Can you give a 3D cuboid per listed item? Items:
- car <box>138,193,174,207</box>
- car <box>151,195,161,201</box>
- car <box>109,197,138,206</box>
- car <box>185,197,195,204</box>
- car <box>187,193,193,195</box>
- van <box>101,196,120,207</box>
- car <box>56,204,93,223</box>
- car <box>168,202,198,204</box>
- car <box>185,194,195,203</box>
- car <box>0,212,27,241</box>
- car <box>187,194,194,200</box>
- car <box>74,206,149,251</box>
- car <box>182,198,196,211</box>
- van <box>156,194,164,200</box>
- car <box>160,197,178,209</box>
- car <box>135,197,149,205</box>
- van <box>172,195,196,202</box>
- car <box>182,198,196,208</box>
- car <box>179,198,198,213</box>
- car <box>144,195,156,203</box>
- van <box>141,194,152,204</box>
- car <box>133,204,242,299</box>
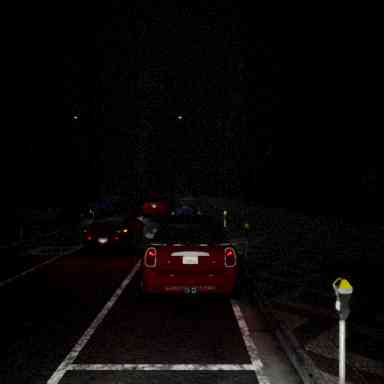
[{"bbox_3d":[-3.052,1.231,29.406,2.150,2.045,5.566,0,0,0],"label":"car"},{"bbox_3d":[-8.911,1.477,82.090,1.967,1.590,4.097,0,0,0],"label":"car"},{"bbox_3d":[-6.239,1.515,31.880,1.837,1.490,4.892,0,0,0],"label":"car"},{"bbox_3d":[-0.385,1.594,65.189,1.947,1.339,4.313,0,0,0],"label":"car"},{"bbox_3d":[-0.386,1.465,59.552,1.967,1.590,4.097,0,0,0],"label":"car"},{"bbox_3d":[-8.911,1.354,36.996,1.690,1.788,3.998,0,0,0],"label":"van"},{"bbox_3d":[-8.910,1.573,25.722,1.947,1.339,4.313,0,0,0],"label":"car"},{"bbox_3d":[-0.385,1.530,20.269,1.752,1.417,4.829,0,0,0],"label":"car"},{"bbox_3d":[-0.386,1.346,70.826,2.192,1.841,5.009,0,0,0],"label":"car"},{"bbox_3d":[-8.910,1.547,14.449,1.887,1.381,4.507,0,0,0],"label":"car"},{"bbox_3d":[-0.386,1.484,93.370,1.967,1.590,4.097,0,0,0],"label":"car"},{"bbox_3d":[-3.143,1.528,14.020,1.812,1.442,4.674,0,0,0],"label":"car"},{"bbox_3d":[-0.385,1.541,42.814,1.752,1.417,4.829,0,0,0],"label":"car"},{"bbox_3d":[-8.911,1.385,93.363,1.690,1.788,3.998,0,0,0],"label":"van"},{"bbox_3d":[-3.052,1.509,45.706,2.128,1.511,4.902,0,0,0],"label":"car"},{"bbox_3d":[-8.910,1.570,59.543,1.887,1.381,4.507,0,0,0],"label":"car"},{"bbox_3d":[-0.386,1.348,25.735,1.690,1.788,3.998,0,0,0],"label":"van"},{"bbox_3d":[-0.385,1.570,48.280,2.008,1.369,4.403,0,0,0],"label":"car"},{"bbox_3d":[-0.386,1.453,37.008,1.967,1.590,4.097,0,0,0],"label":"car"},{"bbox_3d":[-8.911,1.471,70.817,1.967,1.590,4.097,0,0,0],"label":"car"},{"bbox_3d":[-8.911,1.369,65.180,1.690,1.788,3.998,0,0,0],"label":"van"},{"bbox_3d":[-0.032,1.353,8.620,2.097,1.767,4.553,0,0,0],"label":"car"}]
